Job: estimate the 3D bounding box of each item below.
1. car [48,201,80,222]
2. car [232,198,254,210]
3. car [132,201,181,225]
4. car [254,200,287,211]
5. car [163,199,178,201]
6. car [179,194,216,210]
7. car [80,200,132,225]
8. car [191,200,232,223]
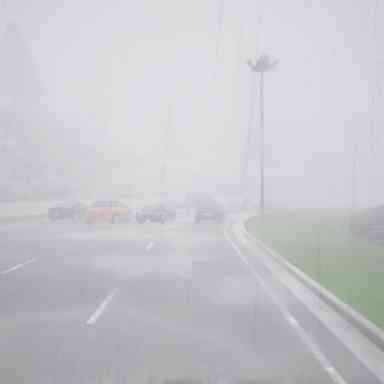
[{"bbox_3d":[-9.255,1.481,26.345,1.882,1.535,5.008,0,0,11],"label":"car"},{"bbox_3d":[6.523,1.532,42.715,1.812,1.442,4.674,0,0,39],"label":"car"},{"bbox_3d":[-2.454,1.604,24.068,1.895,1.301,4.718,0,0,10],"label":"car"},{"bbox_3d":[10.052,1.607,41.615,1.895,1.301,4.718,0,0,41],"label":"car"},{"bbox_3d":[-2.597,1.570,42.447,1.994,1.385,4.181,0,0,32],"label":"car"},{"bbox_3d":[1.205,1.227,41.590,2.150,2.045,5.566,0,0,34],"label":"car"},{"bbox_3d":[-5.868,1.354,24.233,2.097,1.767,4.553,0,0,9],"label":"car"},{"bbox_3d":[1.619,1.568,25.961,1.994,1.385,4.181,0,0,14],"label":"car"}]
